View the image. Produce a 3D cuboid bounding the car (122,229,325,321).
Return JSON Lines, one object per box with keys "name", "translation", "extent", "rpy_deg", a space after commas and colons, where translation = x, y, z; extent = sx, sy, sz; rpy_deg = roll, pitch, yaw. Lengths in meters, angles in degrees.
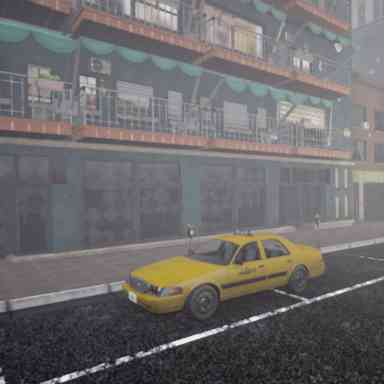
{"name": "car", "translation": [0.921, 1.523, 7.228], "extent": [4.829, 1.417, 1.752], "rpy_deg": [0, -1, -35]}
